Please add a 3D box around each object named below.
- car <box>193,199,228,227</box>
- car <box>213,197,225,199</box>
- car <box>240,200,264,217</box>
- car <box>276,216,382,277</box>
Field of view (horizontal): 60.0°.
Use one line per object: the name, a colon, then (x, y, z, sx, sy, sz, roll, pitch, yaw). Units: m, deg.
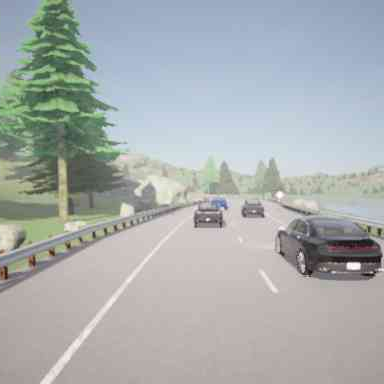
car: (1.148, 1.441, 22.302, 2.128, 1.511, 4.902, 0, 0, 5)
car: (3.437, 1.386, 41.523, 1.882, 1.535, 5.008, 0, 0, 9)
car: (5.445, 1.429, 30.167, 2.128, 1.511, 4.902, 0, 0, 6)
car: (3.889, 1.486, 10.217, 1.837, 1.490, 4.892, 0, 0, 2)
